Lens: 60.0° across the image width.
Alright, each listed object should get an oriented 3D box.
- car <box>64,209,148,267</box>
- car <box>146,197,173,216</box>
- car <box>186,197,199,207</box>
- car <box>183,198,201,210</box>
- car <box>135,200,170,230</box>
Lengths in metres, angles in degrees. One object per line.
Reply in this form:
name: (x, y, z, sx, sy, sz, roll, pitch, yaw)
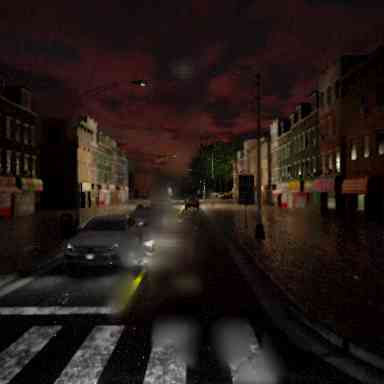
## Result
car: (-2.846, 1.535, 11.611, 1.812, 1.442, 4.674, 0, 0, 0)
car: (-2.825, 1.503, 32.090, 2.128, 1.511, 4.902, 0, 0, 0)
car: (0.031, 1.575, 52.296, 1.994, 1.385, 4.181, 0, 0, 0)
car: (0.023, 1.504, 41.879, 1.837, 1.490, 4.892, 0, 0, 0)
car: (-2.841, 1.500, 21.253, 2.128, 1.511, 4.902, 0, 0, 0)
